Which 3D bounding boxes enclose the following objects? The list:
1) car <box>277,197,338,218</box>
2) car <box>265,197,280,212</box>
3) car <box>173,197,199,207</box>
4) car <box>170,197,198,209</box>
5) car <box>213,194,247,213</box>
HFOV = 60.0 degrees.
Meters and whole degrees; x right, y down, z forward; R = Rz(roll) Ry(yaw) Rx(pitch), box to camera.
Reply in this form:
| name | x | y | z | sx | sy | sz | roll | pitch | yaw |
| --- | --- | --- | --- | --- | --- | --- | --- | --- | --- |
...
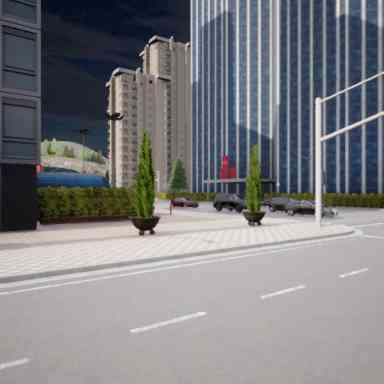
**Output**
| name | x | y | z | sx | sy | sz | roll | pitch | yaw |
| --- | --- | --- | --- | --- | --- | --- | --- | --- | --- |
| car | 10.481 | 1.482 | 29.666 | 2.128 | 1.511 | 4.902 | 0 | 0 | -36 |
| car | 10.513 | 1.341 | 35.579 | 2.097 | 1.767 | 4.553 | 0 | 0 | -36 |
| car | -0.981 | 1.553 | 51.461 | 1.994 | 1.385 | 4.181 | 0 | 0 | -36 |
| car | -1.094 | 1.468 | 45.645 | 1.882 | 1.535 | 5.008 | 0 | 0 | -36 |
| car | 4.741 | 1.212 | 37.581 | 2.150 | 2.045 | 5.566 | 0 | 0 | -36 |
